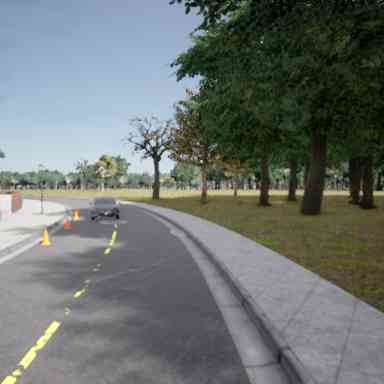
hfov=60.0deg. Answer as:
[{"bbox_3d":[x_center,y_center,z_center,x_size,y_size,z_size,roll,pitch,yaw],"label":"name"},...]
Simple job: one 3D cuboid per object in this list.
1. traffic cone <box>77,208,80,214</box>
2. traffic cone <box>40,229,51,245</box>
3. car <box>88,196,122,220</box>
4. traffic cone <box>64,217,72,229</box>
[{"bbox_3d":[-7.756,1.536,22.260,0.340,0.580,0.340,0,1,-16],"label":"traffic cone"},{"bbox_3d":[-5.616,1.711,12.775,0.340,0.580,0.340,0,1,-10],"label":"traffic cone"},{"bbox_3d":[-6.062,1.067,23.129,1.837,1.490,4.892,0,1,-17],"label":"car"},{"bbox_3d":[-6.556,1.622,17.547,0.340,0.580,0.340,0,1,-13],"label":"traffic cone"}]
